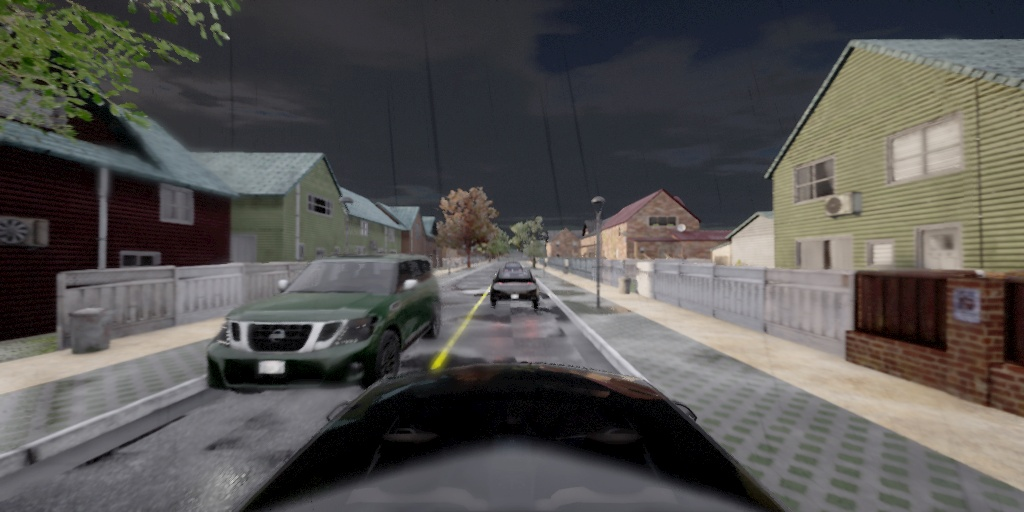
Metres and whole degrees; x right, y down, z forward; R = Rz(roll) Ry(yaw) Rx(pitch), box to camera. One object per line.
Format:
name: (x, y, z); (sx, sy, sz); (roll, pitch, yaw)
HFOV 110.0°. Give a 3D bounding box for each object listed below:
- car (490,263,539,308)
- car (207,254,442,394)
car: (0.099, 1.225, 15.190); (2.128, 1.511, 4.902); (0, 0, 0)
car: (-2.850, 0.965, 7.021); (2.150, 2.045, 5.566); (0, 0, 0)
